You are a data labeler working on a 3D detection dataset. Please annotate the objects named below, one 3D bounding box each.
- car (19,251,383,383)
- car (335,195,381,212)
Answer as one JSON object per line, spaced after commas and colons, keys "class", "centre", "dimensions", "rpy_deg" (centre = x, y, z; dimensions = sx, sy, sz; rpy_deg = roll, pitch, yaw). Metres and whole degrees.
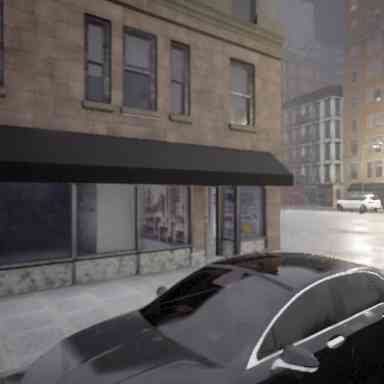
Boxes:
{"class": "car", "centre": [0.792, 1.512, 3.632], "dimensions": [4.892, 1.490, 1.837], "rpy_deg": [0, 0, -35]}
{"class": "car", "centre": [20.421, 1.436, 41.130], "dimensions": [2.150, 2.045, 5.566], "rpy_deg": [0, -1, -26]}
